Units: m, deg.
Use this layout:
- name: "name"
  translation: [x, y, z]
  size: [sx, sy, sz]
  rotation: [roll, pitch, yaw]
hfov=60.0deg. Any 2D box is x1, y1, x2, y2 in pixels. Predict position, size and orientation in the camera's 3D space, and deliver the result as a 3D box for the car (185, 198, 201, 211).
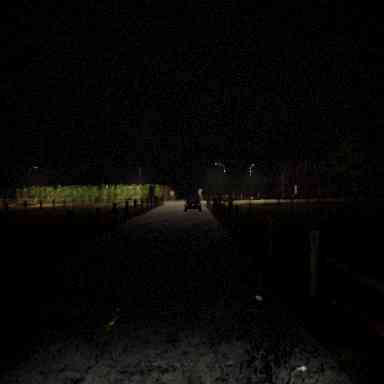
- name: "car"
  translation: [0.109, 1.351, 36.593]
  size: [2.033, 1.411, 5.357]
  rotation: [0, 0, 0]
